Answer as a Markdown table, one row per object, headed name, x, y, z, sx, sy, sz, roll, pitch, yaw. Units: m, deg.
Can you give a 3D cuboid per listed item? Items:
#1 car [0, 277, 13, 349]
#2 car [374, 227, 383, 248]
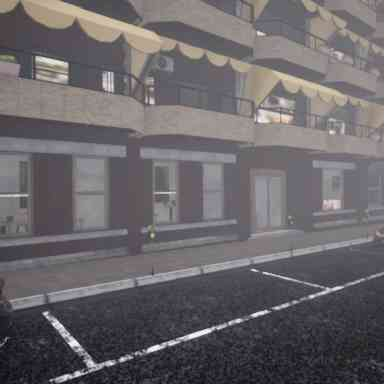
| name | x | y | z | sx | sy | sz | roll | pitch | yaw |
| --- | --- | --- | --- | --- | --- | --- | --- | --- | --- |
| car | -4.339 | 1.551 | 3.402 | 4.403 | 1.369 | 2.008 | 0 | -1 | -37 |
| car | 9.055 | 1.576 | 13.553 | 4.206 | 1.307 | 1.802 | 0 | -1 | -37 |
